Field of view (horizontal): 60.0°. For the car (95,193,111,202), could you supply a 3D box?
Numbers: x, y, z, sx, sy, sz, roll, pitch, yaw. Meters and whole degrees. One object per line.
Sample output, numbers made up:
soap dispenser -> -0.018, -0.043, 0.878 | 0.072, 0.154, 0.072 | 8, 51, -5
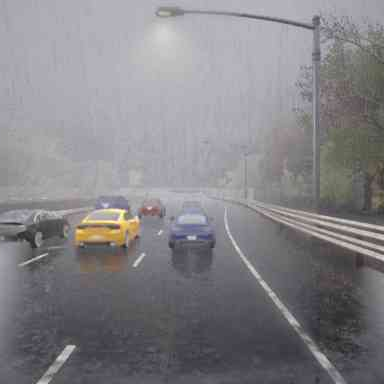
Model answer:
car -> -21.000, 1.284, 78.839 | 2.150, 2.045, 5.566 | 0, 0, 0

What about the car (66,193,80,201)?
car -> -28.000, 1.283, 78.839 | 2.150, 2.045, 5.566 | 0, 0, 0

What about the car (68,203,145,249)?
car -> -3.500, 1.485, 14.651 | 1.882, 1.535, 5.008 | 0, 0, 0

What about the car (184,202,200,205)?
car -> 0.000, 1.572, 29.651 | 2.033, 1.411, 5.357 | 0, 0, 0

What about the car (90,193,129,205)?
car -> -7.000, 1.267, 29.682 | 2.150, 2.045, 5.566 | 0, 0, 0

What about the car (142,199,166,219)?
car -> -3.500, 1.375, 29.621 | 2.097, 1.767, 4.553 | 0, 0, 0

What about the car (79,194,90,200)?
car -> -24.500, 1.558, 78.868 | 1.837, 1.490, 4.892 | 0, 0, 0

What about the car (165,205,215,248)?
car -> 0.000, 1.533, 14.651 | 1.812, 1.442, 4.674 | 0, 0, 0

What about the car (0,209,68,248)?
car -> -7.000, 1.495, 14.651 | 2.128, 1.511, 4.902 | 0, 0, 0
